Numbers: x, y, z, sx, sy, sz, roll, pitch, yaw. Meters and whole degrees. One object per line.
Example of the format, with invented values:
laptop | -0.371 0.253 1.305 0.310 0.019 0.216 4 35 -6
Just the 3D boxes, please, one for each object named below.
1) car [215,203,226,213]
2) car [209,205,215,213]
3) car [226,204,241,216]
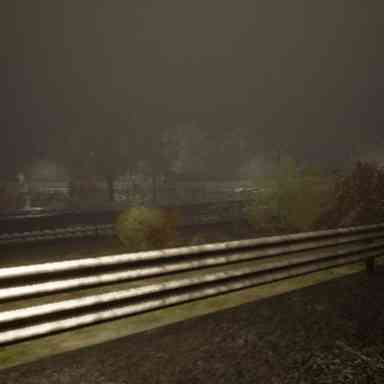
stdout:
car | 6.233 2.493 47.173 4.892 1.490 1.837 -4 2 -19
car | 5.041 2.414 50.464 5.008 1.535 1.882 -4 2 -19
car | 7.411 2.386 43.876 4.553 1.767 2.097 -4 2 -19
